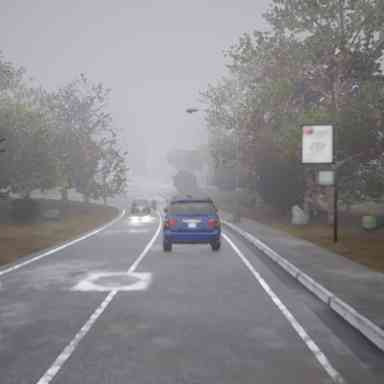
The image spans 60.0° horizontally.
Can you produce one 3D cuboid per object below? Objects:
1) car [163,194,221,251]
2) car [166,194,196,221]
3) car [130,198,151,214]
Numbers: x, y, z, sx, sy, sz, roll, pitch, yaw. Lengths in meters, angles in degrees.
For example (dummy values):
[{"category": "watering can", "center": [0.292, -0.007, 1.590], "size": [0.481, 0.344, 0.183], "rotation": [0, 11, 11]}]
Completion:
[{"category": "car", "center": [-0.038, 1.250, 14.220], "size": [2.150, 2.045, 5.566], "rotation": [0, 0, -1]}, {"category": "car", "center": [-1.060, 1.220, 29.406], "size": [2.150, 2.045, 5.566], "rotation": [-1, 1, -7]}, {"category": "car", "center": [-5.396, 1.433, 34.866], "size": [2.128, 1.511, 4.902], "rotation": [-1, 1, -10]}]
